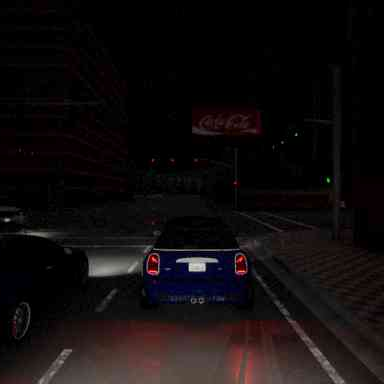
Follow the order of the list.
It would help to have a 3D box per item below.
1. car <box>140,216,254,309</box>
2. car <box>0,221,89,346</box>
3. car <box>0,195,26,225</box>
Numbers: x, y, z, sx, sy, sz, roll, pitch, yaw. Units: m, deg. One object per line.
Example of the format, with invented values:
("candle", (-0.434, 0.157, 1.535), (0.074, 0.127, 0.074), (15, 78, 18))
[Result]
("car", (0.089, 1.352, 8.018), (2.097, 1.767, 4.553), (0, 0, 0))
("car", (-3.418, 1.526, 6.224), (1.812, 1.442, 4.674), (0, 0, 0))
("car", (-12.238, 1.221, 20.676), (2.150, 2.045, 5.566), (3, -2, -44))
